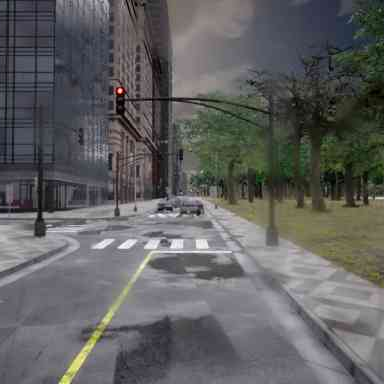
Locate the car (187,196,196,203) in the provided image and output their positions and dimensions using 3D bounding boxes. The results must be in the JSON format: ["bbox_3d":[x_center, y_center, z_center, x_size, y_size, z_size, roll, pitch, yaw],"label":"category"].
[{"bbox_3d":[-0.026,1.774,79.388,2.128,1.511,4.902,0,0,0],"label":"car"}]

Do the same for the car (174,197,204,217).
[{"bbox_3d":[-0.001,1.544,32.034,2.128,1.511,4.902,0,0,7],"label":"car"}]

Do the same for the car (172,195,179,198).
[{"bbox_3d":[-3.113,1.624,49.506,1.837,1.490,4.892,0,0,0],"label":"car"}]

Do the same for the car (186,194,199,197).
[{"bbox_3d":[0.084,1.392,63.596,2.150,2.045,5.566,0,-1,-1],"label":"car"}]

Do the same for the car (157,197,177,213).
[{"bbox_3d":[-3.141,1.627,39.373,2.033,1.411,5.357,0,0,-4],"label":"car"}]
